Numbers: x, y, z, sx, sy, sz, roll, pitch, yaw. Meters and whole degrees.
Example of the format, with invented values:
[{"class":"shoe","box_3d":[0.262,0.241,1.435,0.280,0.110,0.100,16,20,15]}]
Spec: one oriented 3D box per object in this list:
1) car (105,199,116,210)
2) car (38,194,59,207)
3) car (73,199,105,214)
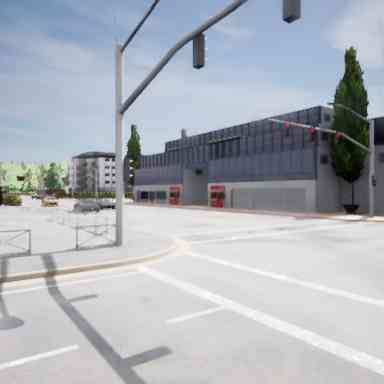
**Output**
[{"class":"car","box_3d":[-10.920,1.522,41.228,2.033,1.411,5.357,0,0,-34]},{"class":"car","box_3d":[-22.094,1.478,51.819,1.882,1.535,5.008,0,0,-34]},{"class":"car","box_3d":[-11.301,1.485,35.497,1.837,1.490,4.892,0,0,-34]}]
